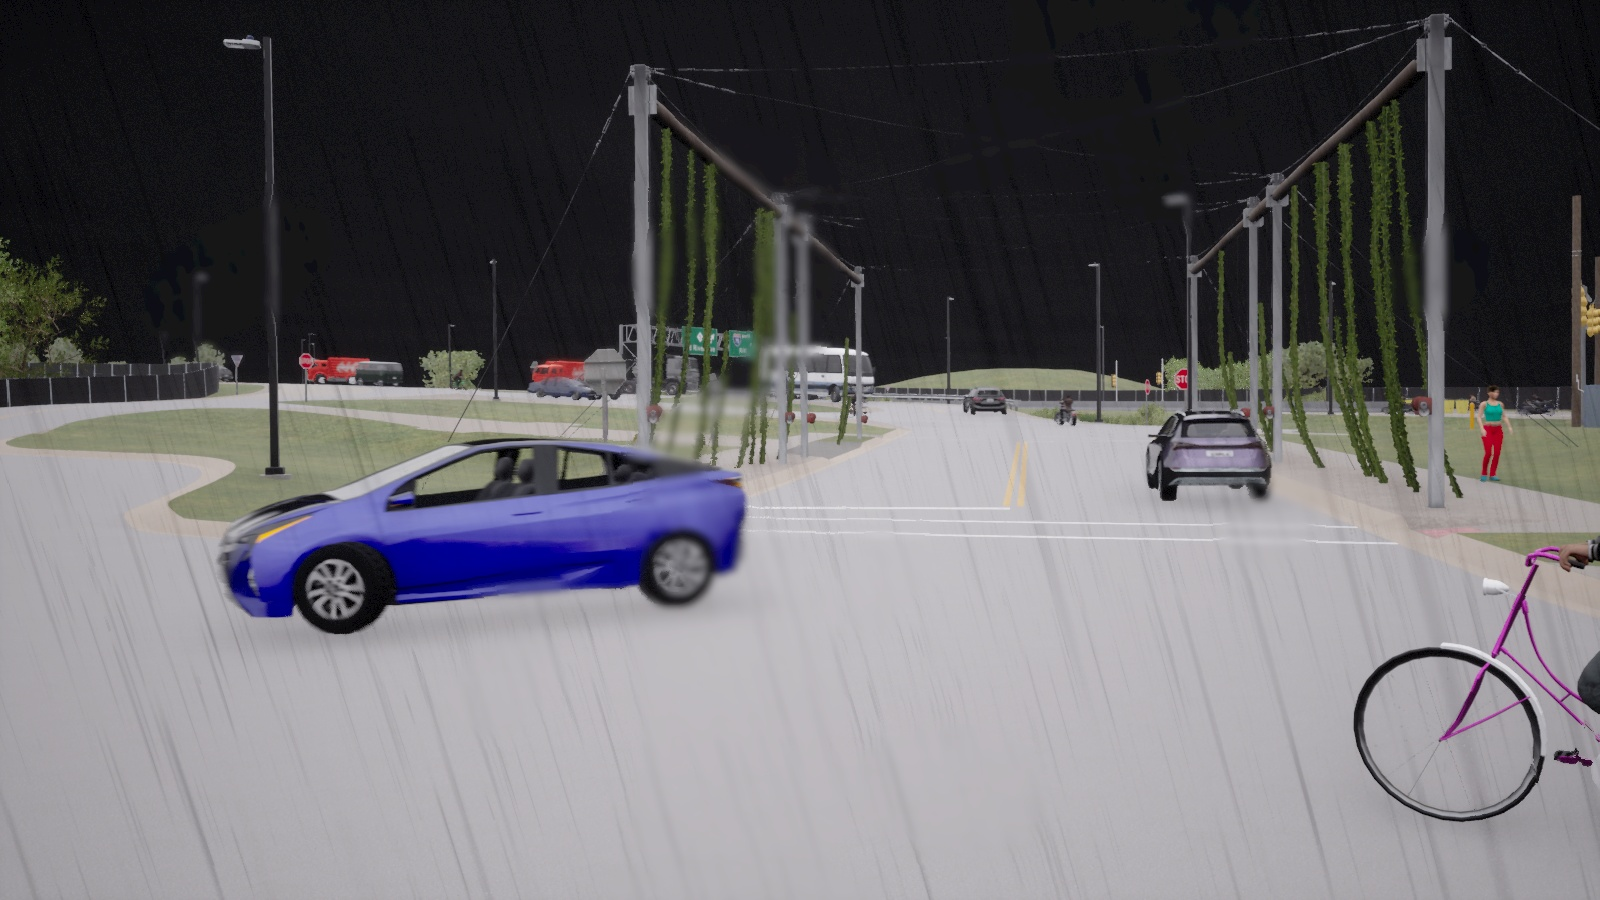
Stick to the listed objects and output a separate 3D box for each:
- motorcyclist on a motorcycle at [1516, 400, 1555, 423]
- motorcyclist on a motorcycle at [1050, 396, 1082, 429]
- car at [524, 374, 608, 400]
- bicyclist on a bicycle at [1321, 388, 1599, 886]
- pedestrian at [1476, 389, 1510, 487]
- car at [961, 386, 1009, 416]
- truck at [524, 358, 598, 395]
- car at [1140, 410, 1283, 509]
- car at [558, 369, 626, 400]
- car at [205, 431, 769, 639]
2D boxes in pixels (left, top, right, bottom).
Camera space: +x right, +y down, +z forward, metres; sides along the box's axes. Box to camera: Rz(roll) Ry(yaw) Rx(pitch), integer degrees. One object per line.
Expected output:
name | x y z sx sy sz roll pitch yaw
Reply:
motorcyclist on a motorcycle | 50.256 -2.636 85.783 2.191 1.530 0.866 2 2 36
motorcyclist on a motorcycle | 13.473 -1.924 63.668 0.766 1.649 2.350 0 2 -10
car | -15.600 -4.192 83.615 5.357 1.411 2.033 5 4 29
bicyclist on a bicycle | 3.042 0.666 4.754 1.843 1.776 0.659 1 1 38
pedestrian | 13.142 -0.230 23.824 0.345 1.836 0.594 0 1 4
car | 11.382 -3.068 77.503 2.242 1.667 4.611 0 4 -1
truck | -17.876 -5.519 94.275 2.627 2.467 5.204 7 5 28
car | 7.770 0.082 24.167 2.033 1.649 4.856 0 3 11
car | -14.419 -4.571 87.045 4.605 1.855 1.932 6 5 36
car | -2.746 0.598 11.165 4.514 1.525 2.007 0 1 -28
